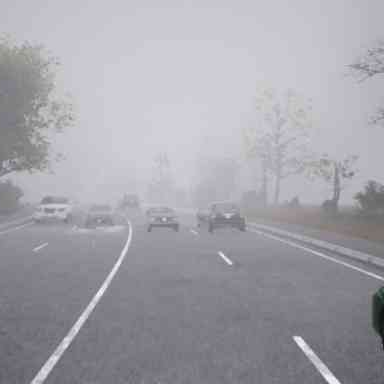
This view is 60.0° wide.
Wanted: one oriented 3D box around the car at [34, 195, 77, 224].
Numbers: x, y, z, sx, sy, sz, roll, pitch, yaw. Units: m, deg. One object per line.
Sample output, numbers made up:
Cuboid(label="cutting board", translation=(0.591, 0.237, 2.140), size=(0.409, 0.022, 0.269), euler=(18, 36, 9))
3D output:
Cuboid(label="car", translation=(-10.405, 1.241, 25.447), size=(2.150, 2.045, 5.566), euler=(0, 0, -14))

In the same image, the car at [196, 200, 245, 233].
Cuboid(label="car", translation=(1.596, 1.347, 20.044), size=(2.097, 1.767, 4.553), euler=(0, 0, -9))

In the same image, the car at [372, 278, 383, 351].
Cuboid(label="car", translation=(3.473, 1.210, 1.985), size=(2.150, 2.045, 5.566), euler=(0, 0, -1))

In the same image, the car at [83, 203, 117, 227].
Cuboid(label="car", translation=(-6.255, 1.517, 22.815), size=(1.837, 1.490, 4.892), euler=(0, 0, -13))

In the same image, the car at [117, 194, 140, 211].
Cuboid(label="car", translation=(-8.073, 1.236, 41.801), size=(2.150, 2.045, 5.566), euler=(0, 0, -21))

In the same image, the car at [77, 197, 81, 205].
Cuboid(label="car", translation=(-21.638, 1.508, 60.706), size=(1.837, 1.490, 4.892), euler=(0, 0, -31))

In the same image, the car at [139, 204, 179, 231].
Cuboid(label="car", translation=(-1.978, 1.551, 20.557), size=(2.033, 1.411, 5.357), euler=(0, 0, -11))
